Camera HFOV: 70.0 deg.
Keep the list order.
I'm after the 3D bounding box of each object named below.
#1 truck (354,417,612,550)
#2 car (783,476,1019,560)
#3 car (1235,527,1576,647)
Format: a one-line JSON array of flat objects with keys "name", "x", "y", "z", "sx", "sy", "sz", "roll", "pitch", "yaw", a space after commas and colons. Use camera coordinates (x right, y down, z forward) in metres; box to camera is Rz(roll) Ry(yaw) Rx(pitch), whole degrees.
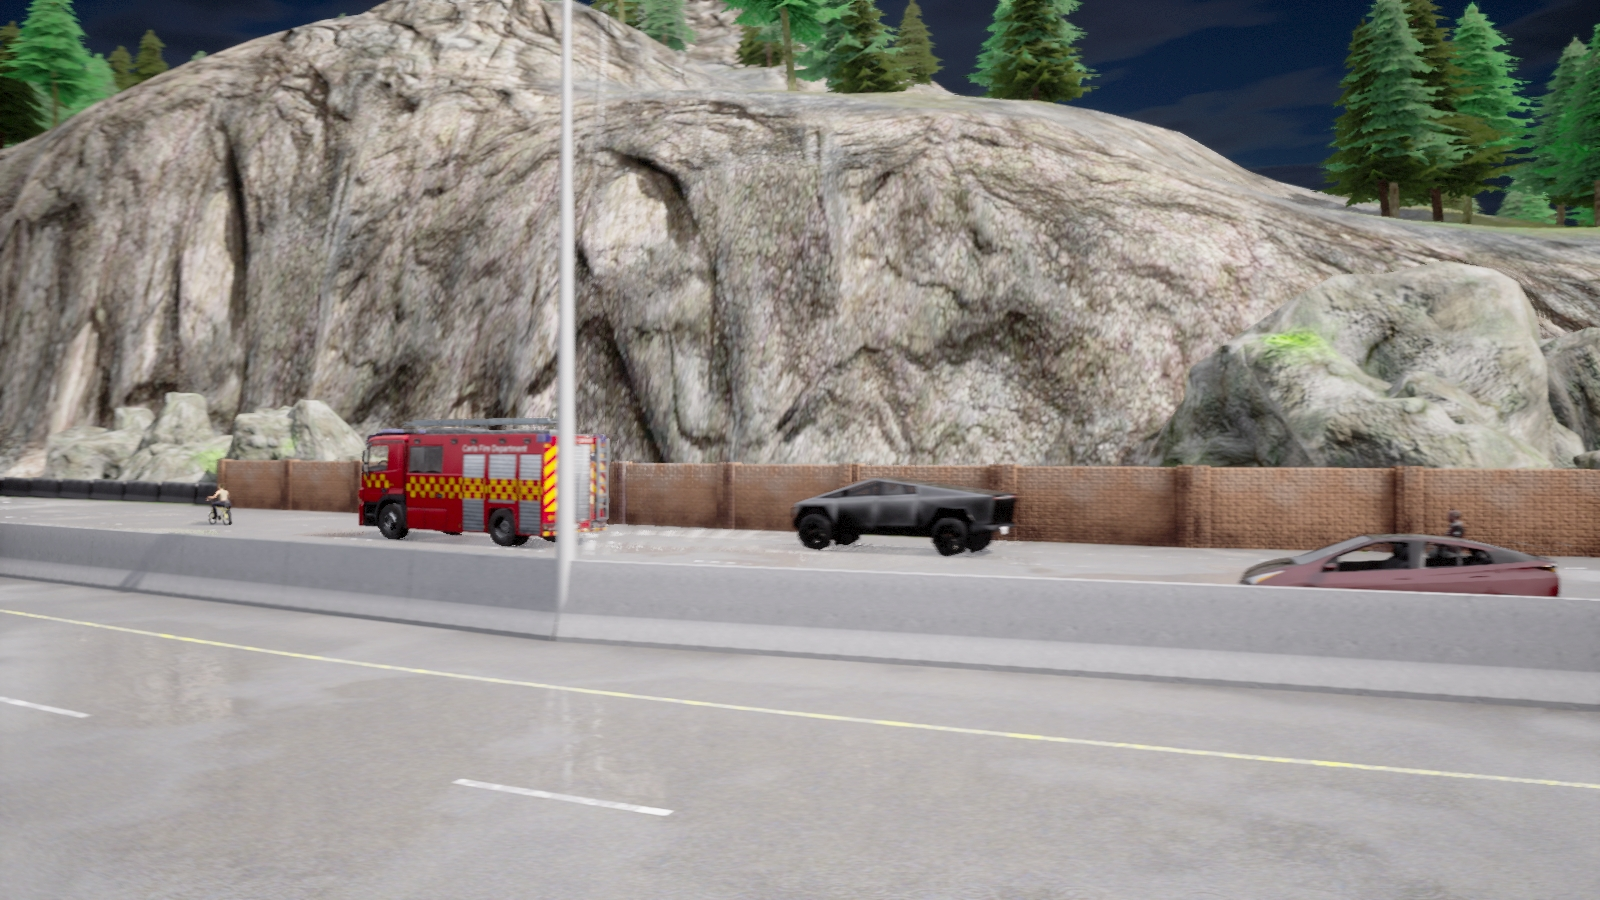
[{"name": "truck", "x": -10.174, "y": 0.966, "z": 36.302, "sx": 8.468, "sy": 3.827, "sz": 2.891, "roll": 0, "pitch": 0, "yaw": 32}, {"name": "car", "x": 2.838, "y": 1.834, "z": 32.539, "sx": 6.274, "sy": 2.098, "sz": 2.390, "roll": 0, "pitch": 0, "yaw": 28}, {"name": "car", "x": 9.388, "y": 2.094, "z": 18.182, "sx": 4.514, "sy": 1.525, "sz": 2.007, "roll": 0, "pitch": 0, "yaw": 18}]
